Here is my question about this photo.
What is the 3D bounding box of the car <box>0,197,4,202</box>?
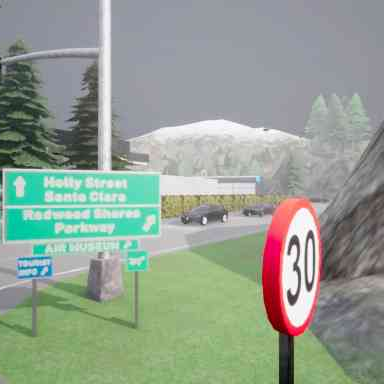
[{"bbox_3d":[-12.360,1.505,26.044,1.905,1.878,3.866,0,0,35],"label":"car"}]

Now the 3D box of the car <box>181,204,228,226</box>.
[{"bbox_3d":[1.066,1.696,25.929,1.837,1.490,4.892,0,0,36],"label":"car"}]

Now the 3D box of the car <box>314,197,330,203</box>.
[{"bbox_3d":[28.281,1.787,74.896,1.895,1.301,4.718,0,0,-42],"label":"car"}]

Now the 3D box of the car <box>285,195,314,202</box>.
[{"bbox_3d":[13.415,1.413,42.823,2.150,2.045,5.566,0,0,36],"label":"car"}]

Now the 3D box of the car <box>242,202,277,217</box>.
[{"bbox_3d":[7.121,1.739,34.250,2.033,1.411,5.357,0,0,36],"label":"car"}]

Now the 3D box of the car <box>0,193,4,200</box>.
[{"bbox_3d":[-38.569,1.489,69.983,4.514,1.523,2.007,0,0,35],"label":"car"}]
